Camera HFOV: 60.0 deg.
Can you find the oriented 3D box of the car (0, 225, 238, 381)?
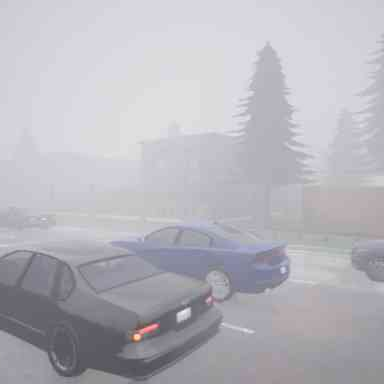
[{"bbox_3d":[-2.144,1.547,5.520,5.357,1.411,2.033,0,0,35],"label":"car"}]

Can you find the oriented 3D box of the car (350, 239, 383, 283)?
[{"bbox_3d":[6.396,1.526,8.016,4.674,1.442,1.812,0,0,35],"label":"car"}]

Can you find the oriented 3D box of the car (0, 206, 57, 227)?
[{"bbox_3d":[-10.291,1.548,19.928,5.357,1.411,2.033,0,0,35],"label":"car"}]

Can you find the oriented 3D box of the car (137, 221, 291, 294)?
[{"bbox_3d":[-0.110,1.478,8.368,5.008,1.535,1.882,0,0,35],"label":"car"}]
